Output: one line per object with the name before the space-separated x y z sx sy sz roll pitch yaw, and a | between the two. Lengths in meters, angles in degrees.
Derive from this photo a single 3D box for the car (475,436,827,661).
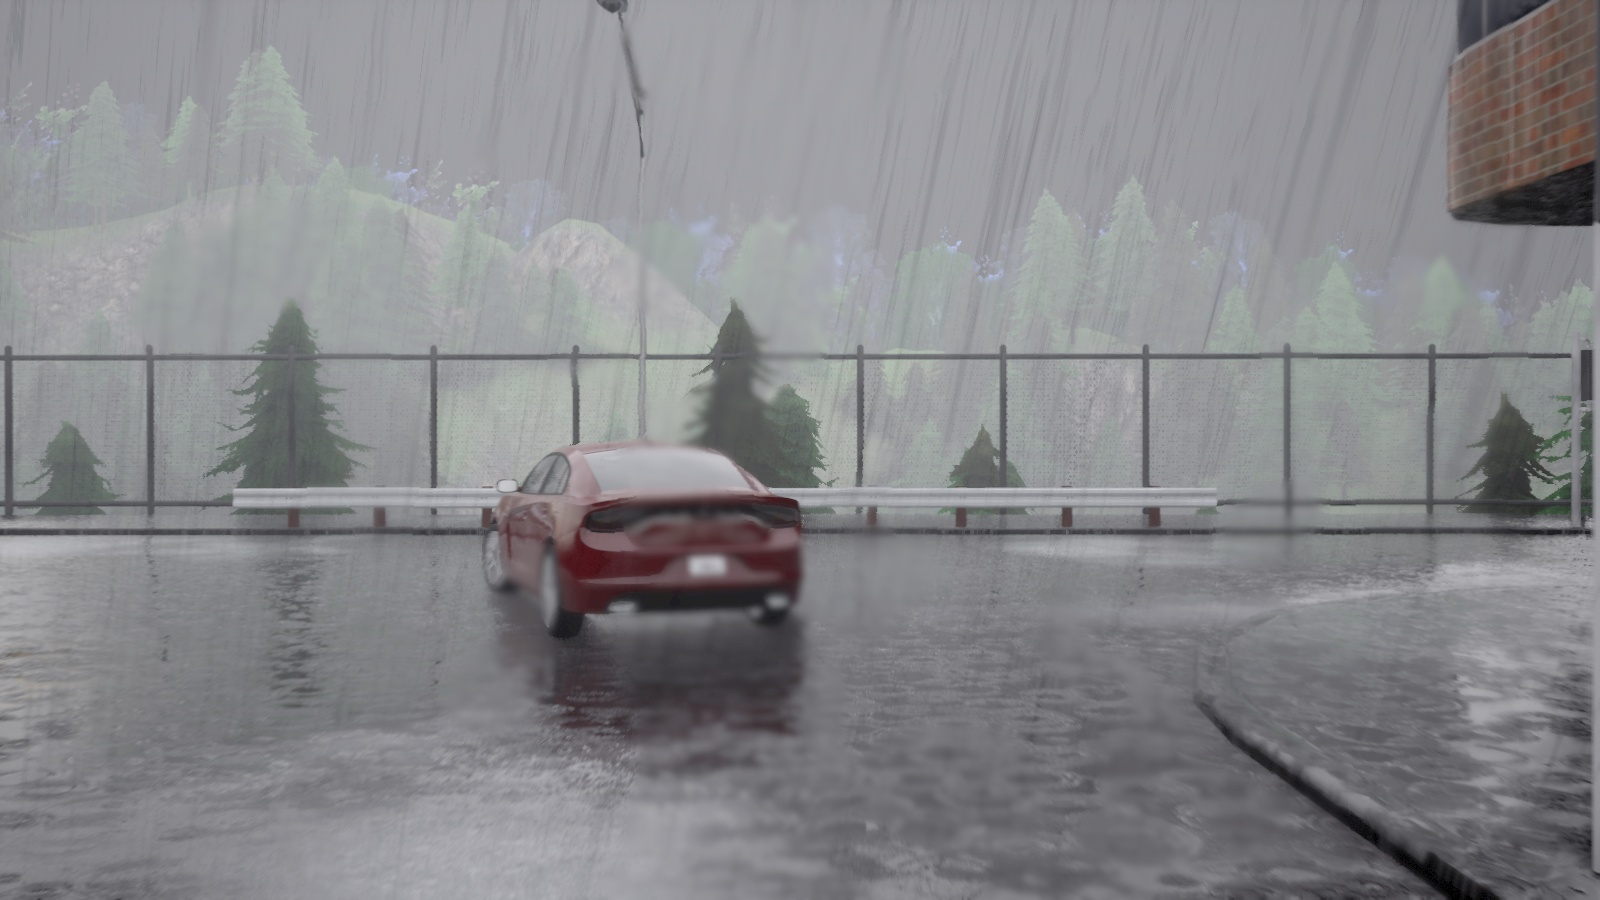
car | -1.609 0.659 11.247 1.882 1.535 5.008 0 0 -22
